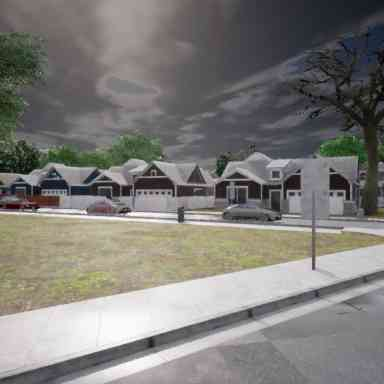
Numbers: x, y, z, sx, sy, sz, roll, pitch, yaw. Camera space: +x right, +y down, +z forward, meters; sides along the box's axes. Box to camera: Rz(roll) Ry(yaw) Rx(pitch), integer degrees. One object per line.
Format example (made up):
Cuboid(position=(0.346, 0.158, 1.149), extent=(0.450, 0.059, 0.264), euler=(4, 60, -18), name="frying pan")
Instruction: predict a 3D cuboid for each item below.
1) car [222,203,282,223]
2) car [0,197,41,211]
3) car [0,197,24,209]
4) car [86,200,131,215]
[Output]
Cuboid(position=(4.305, 1.487, 24.041), extent=(4.181, 1.385, 1.994), euler=(0, 0, 30), name="car")
Cuboid(position=(-18.879, 1.420, 36.599), extent=(4.718, 1.301, 1.895), euler=(0, 0, 28), name="car")
Cuboid(position=(-23.764, 1.330, 42.415), extent=(4.674, 1.442, 1.812), euler=(0, 0, 28), name="car")
Cuboid(position=(-7.722, 1.433, 30.731), extent=(4.181, 1.385, 1.994), euler=(0, 0, 28), name="car")
